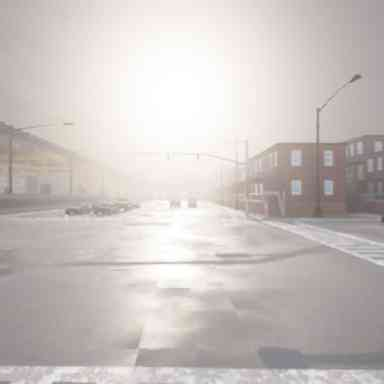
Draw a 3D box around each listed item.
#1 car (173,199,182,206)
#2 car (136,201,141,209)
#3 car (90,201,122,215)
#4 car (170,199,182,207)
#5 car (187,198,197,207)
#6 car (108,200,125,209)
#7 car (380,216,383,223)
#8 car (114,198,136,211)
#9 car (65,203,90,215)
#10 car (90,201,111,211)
[{"bbox_3d":[-3.484,2.487,79.558,1.882,1.535,5.008,0,-1,0],"label":"car"},{"bbox_3d":[-10.545,2.295,60.609,1.812,1.442,4.674,0,-1,0],"label":"car"},{"bbox_3d":[-10.603,2.124,41.189,1.895,1.301,4.718,0,-1,3],"label":"car"},{"bbox_3d":[-3.481,2.238,69.563,2.097,1.767,4.553,0,-1,0],"label":"car"},{"bbox_3d":[0.113,2.411,68.034,2.033,1.411,5.357,0,-1,0],"label":"car"},{"bbox_3d":[-14.028,2.264,61.956,1.882,1.535,5.008,0,-1,1],"label":"car"},{"bbox_3d":[17.040,1.861,24.655,5.357,1.411,2.033,0,-1,0],"label":"car"},{"bbox_3d":[-10.582,1.867,50.818,2.150,2.045,5.566,0,-1,0],"label":"car"},{"bbox_3d":[-14.091,2.076,41.604,2.033,1.411,5.357,0,-1,0],"label":"car"},{"bbox_3d":[-14.081,2.131,51.493,1.882,1.535,5.008,0,-1,0],"label":"car"}]
